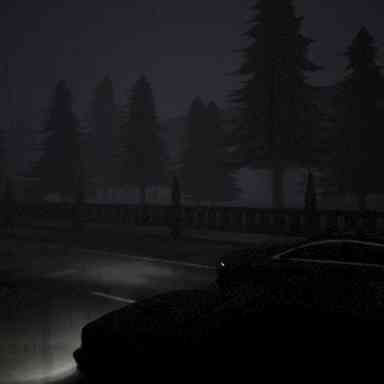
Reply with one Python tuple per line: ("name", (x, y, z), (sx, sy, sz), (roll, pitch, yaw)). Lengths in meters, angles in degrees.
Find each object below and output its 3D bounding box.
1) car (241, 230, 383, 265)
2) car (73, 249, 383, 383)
("car", (2.740, 1.470, 6.117), (4.902, 1.511, 2.128), (0, 0, 34))
("car", (1.296, 1.537, 2.958), (5.357, 1.411, 2.033), (0, 0, 34))
